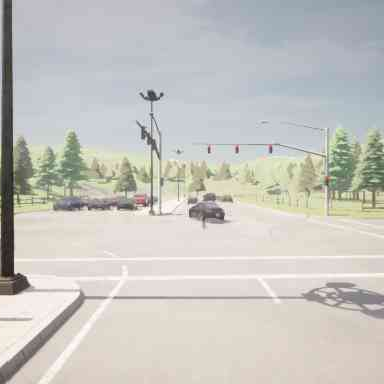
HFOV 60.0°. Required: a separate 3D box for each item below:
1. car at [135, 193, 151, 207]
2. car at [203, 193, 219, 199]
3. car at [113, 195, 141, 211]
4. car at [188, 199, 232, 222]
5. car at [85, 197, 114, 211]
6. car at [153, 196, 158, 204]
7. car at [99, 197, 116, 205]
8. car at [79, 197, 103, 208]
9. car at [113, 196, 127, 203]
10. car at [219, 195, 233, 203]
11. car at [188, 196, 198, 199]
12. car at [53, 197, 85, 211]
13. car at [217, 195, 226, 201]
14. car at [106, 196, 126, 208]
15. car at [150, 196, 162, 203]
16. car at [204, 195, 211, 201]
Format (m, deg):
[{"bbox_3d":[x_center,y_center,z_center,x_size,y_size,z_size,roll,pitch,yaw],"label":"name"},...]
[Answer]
[{"bbox_3d":[-8.032,1.221,51.656,2.150,2.045,5.566,0,0,0],"label":"car"},{"bbox_3d":[3.686,1.214,67.028,2.150,2.045,5.566,0,-1,0],"label":"car"},{"bbox_3d":[-8.045,1.478,41.722,1.882,1.535,5.008,0,0,0],"label":"car"},{"bbox_3d":[1.130,1.526,26.612,1.812,1.442,4.674,-1,0,-19],"label":"car"},{"bbox_3d":[-11.549,1.564,41.605,1.994,1.385,4.181,0,0,0],"label":"car"},{"bbox_3d":[-7.984,1.547,61.996,2.033,1.411,5.357,0,0,0],"label":"car"},{"bbox_3d":[-15.005,1.564,59.049,1.994,1.385,4.181,0,0,0],"label":"car"},{"bbox_3d":[-15.036,1.547,49.811,2.033,1.411,5.357,0,0,0],"label":"car"},{"bbox_3d":[-14.912,1.500,69.160,1.837,1.490,4.892,0,0,0],"label":"car"},{"bbox_3d":[7.201,1.352,69.039,2.097,1.767,4.553,0,0,0],"label":"car"},{"bbox_3d":[0.176,1.491,62.203,2.128,1.511,4.902,0,0,0],"label":"car"},{"bbox_3d":[-15.051,1.352,40.352,2.097,1.767,4.553,0,0,0],"label":"car"},{"bbox_3d":[7.360,1.540,84.306,2.033,1.411,5.357,0,0,2],"label":"car"},{"bbox_3d":[-11.533,1.478,50.583,1.882,1.535,5.008,0,0,0],"label":"car"},{"bbox_3d":[-7.884,1.526,72.664,2.033,1.411,5.357,0,0,0],"label":"car"},{"bbox_3d":[3.854,1.500,84.098,1.837,1.490,4.892,0,0,2],"label":"car"}]
